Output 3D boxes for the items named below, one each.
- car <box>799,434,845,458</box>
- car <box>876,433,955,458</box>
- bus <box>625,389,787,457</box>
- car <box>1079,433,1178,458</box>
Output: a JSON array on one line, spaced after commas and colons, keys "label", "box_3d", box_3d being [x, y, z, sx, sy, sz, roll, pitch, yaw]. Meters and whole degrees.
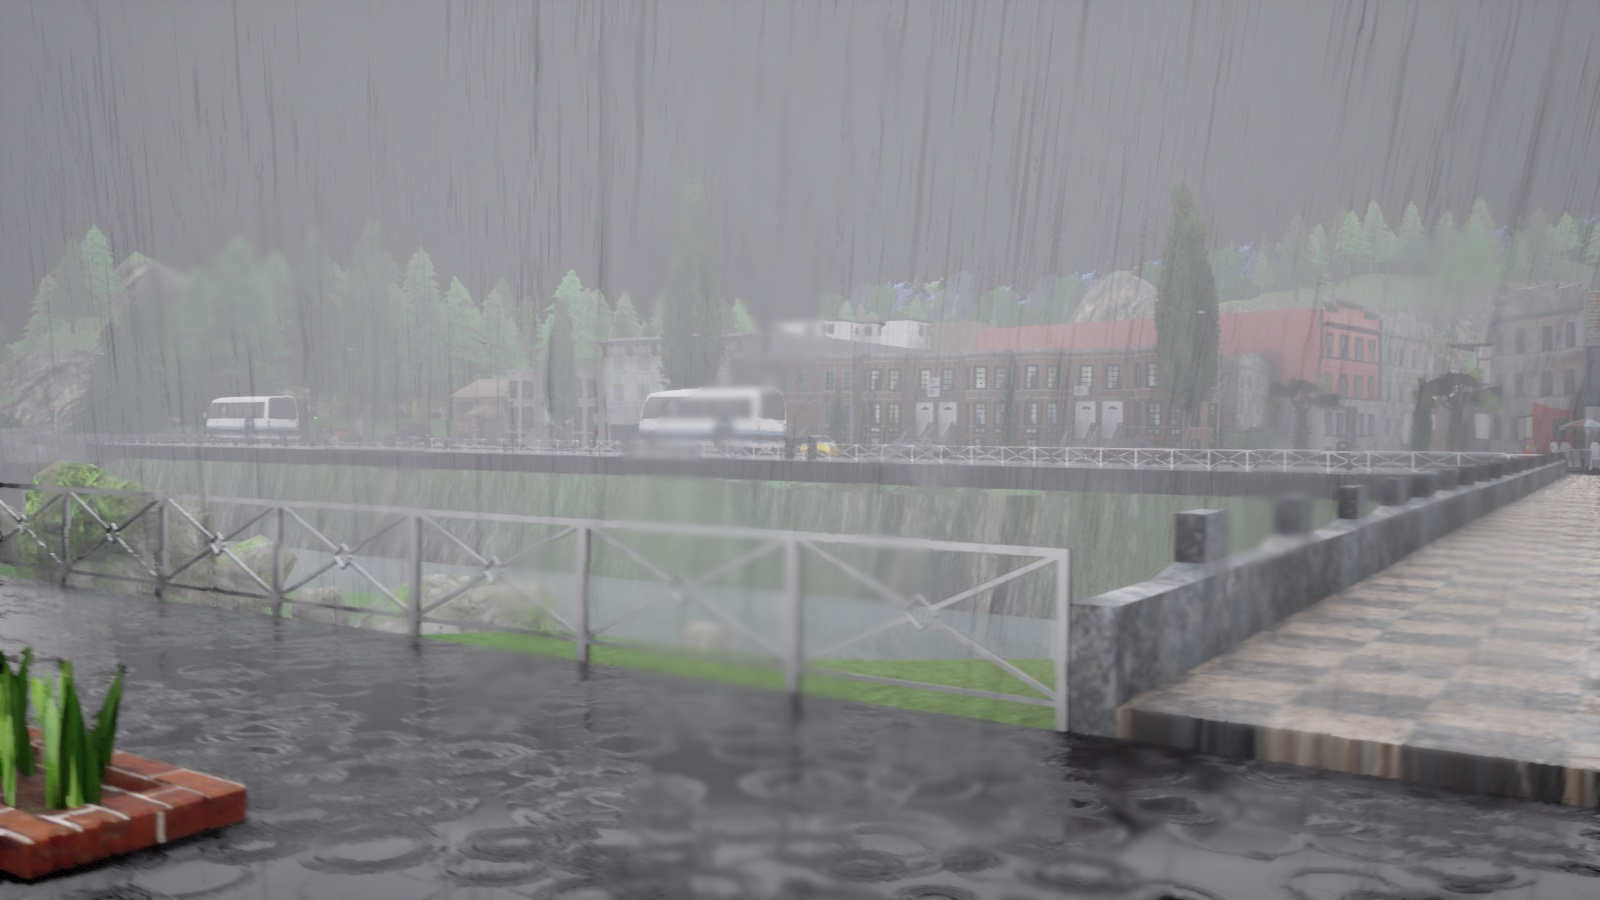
[{"label": "car", "box_3d": [1.267, -0.216, 72.610, 2.207, 1.376, 1.481, 0, 1, 34]}, {"label": "car", "box_3d": [6.758, -0.273, 73.764, 4.181, 1.385, 1.994, 0, 1, 34]}, {"label": "bus", "box_3d": [-6.239, -1.713, 82.365, 10.273, 4.253, 3.944, 0, 1, 34]}, {"label": "car", "box_3d": [17.405, -0.236, 66.695, 4.718, 1.301, 1.895, 0, 1, 34]}]
